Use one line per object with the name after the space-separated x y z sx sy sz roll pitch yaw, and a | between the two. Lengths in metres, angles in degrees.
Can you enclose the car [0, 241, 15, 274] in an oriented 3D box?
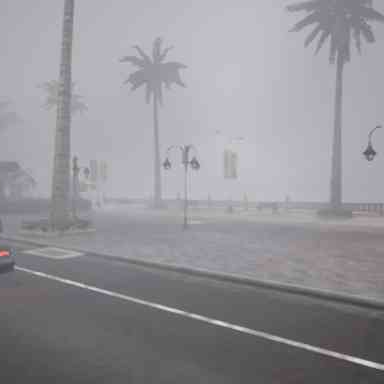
-6.833 1.508 8.903 5.357 1.411 2.033 0 0 36 | car
